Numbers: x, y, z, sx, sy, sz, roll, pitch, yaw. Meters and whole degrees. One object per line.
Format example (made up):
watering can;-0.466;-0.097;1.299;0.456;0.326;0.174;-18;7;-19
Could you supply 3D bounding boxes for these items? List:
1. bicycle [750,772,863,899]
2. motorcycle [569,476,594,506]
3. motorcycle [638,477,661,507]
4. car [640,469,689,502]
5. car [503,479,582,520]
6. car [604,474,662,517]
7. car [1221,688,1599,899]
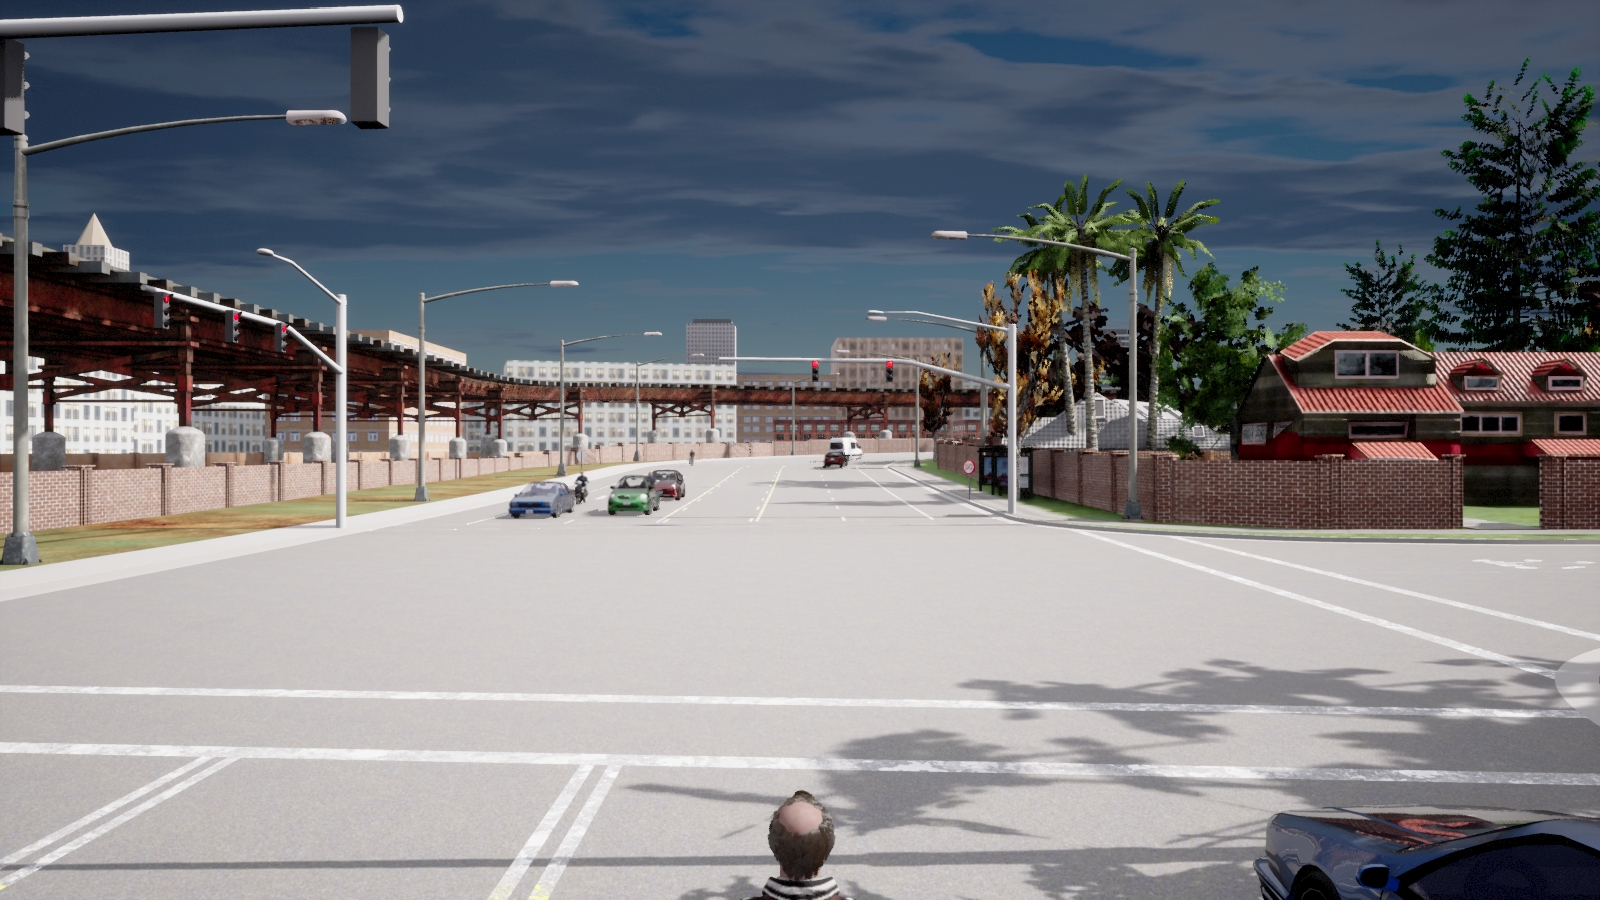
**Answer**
bicycle;0.019;2.048;3.681;0.329;1.496;1.835;0;0;0
motorcycle;-10.485;1.948;54.833;0.856;1.341;1.805;0;1;0
motorcycle;-7.051;1.959;53.721;0.856;1.341;1.805;0;1;0
car;-7.040;1.800;59.631;2.007;1.525;4.514;0;1;0
car;-10.530;2.012;47.125;2.033;1.411;5.357;0;1;0
car;-7.030;1.893;48.373;1.851;1.617;3.988;0;1;0
car;3.467;2.106;4.038;2.033;1.411;5.357;0;0;1
